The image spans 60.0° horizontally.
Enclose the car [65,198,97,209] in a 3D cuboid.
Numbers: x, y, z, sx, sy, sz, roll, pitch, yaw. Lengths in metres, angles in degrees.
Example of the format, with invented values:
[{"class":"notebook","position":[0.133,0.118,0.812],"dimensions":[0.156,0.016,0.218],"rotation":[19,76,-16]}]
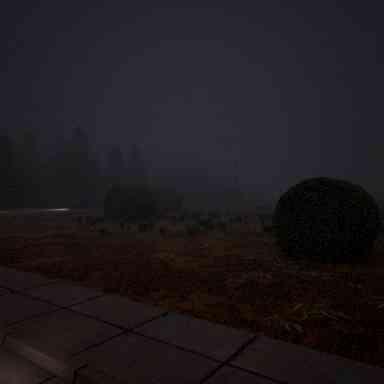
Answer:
[{"class":"car","position":[-14.896,1.554,44.849],"dimensions":[1.994,1.385,4.181],"rotation":[0,0,37]}]
